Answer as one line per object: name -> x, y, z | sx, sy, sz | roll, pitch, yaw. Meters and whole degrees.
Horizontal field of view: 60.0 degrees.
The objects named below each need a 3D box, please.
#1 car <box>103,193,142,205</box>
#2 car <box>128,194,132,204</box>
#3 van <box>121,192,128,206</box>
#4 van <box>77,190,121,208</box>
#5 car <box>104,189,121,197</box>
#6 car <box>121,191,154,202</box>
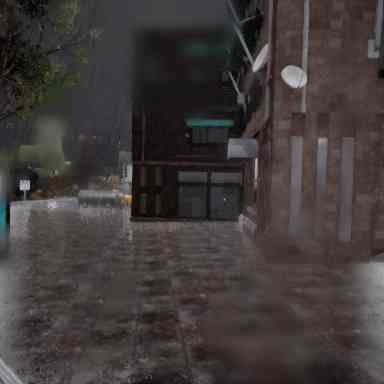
car -> -9.984, 1.002, 47.794 | 5.366, 1.575, 1.946 | 2, 1, -14
car -> -10.464, 1.034, 44.760 | 5.008, 1.535, 2.097 | 2, 1, -14
van -> -10.654, 0.839, 41.814 | 4.442, 1.987, 1.878 | 2, 1, -14
van -> -10.959, 0.866, 38.828 | 4.442, 1.987, 1.878 | 2, 1, -14
car -> -16.848, 0.242, 70.706 | 1.812, 1.442, 4.674 | 2, 1, 6
car -> -9.374, 0.800, 56.663 | 5.366, 1.575, 1.946 | 2, 2, -14
